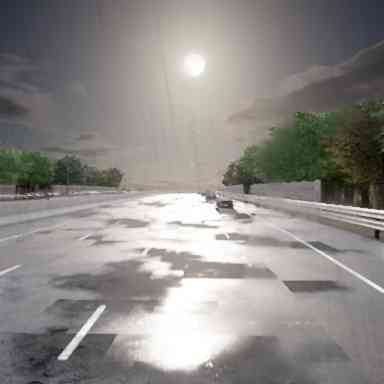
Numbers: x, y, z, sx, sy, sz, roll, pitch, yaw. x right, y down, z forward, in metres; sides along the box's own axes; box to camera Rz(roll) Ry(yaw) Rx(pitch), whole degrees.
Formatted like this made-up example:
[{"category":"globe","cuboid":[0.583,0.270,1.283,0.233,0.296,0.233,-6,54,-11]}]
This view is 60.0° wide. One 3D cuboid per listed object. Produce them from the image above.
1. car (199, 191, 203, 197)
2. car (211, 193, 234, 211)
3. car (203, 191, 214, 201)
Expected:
[{"category":"car","cuboid":[3.650,0.599,91.667,1.895,1.301,4.718,0,1,0]},{"category":"car","cuboid":[3.560,1.216,37.611,1.882,1.535,5.008,0,1,0]},{"category":"car","cuboid":[3.603,0.808,63.036,2.097,1.767,4.553,0,1,0]}]
